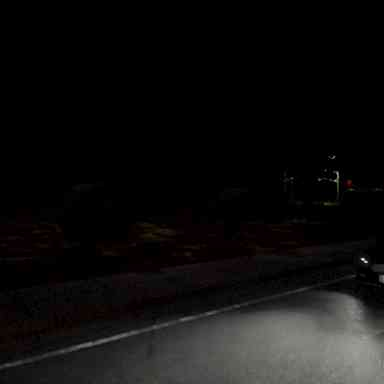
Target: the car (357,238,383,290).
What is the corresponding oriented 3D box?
[{"bbox_3d":[6.037,1.576,8.283,4.902,1.511,2.128,1,0,-35],"label":"car"}]
